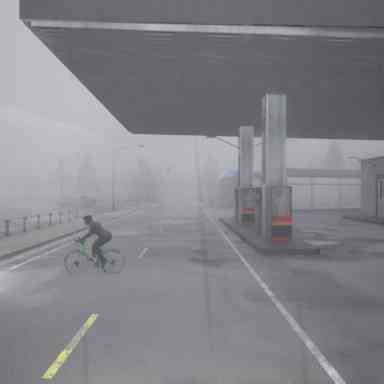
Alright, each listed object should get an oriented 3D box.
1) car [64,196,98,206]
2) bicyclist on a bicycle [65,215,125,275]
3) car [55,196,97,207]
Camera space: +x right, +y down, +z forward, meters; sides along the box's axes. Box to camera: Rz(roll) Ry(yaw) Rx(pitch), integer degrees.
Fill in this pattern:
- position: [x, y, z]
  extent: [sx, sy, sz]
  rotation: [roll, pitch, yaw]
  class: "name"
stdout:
- position: [-16.795, 1.339, 50.495]
  extent: [4.514, 1.523, 2.007]
  rotation: [0, 0, -1]
  class: "car"
- position: [-2.660, 1.454, 9.057]
  extent: [1.656, 1.620, 0.582]
  rotation: [-1, 0, 0]
  class: "bicyclist on a bicycle"
- position: [-16.705, 1.330, 47.359]
  extent: [5.027, 1.636, 2.152]
  rotation: [0, 0, -1]
  class: "car"
